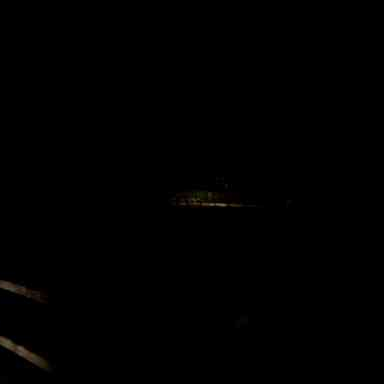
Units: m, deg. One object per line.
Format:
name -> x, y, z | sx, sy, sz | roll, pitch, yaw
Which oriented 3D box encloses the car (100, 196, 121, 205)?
car -> -16.410, 1.601, 66.756 | 2.097, 1.767, 4.553 | 2, 0, 35
